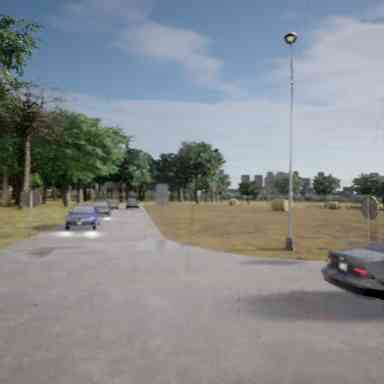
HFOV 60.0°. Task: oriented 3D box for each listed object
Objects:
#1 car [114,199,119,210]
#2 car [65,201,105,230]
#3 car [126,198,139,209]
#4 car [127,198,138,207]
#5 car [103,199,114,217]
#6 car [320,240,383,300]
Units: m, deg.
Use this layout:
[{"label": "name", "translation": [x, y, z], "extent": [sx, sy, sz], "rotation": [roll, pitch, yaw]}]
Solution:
[{"label": "car", "translation": [-11.416, 1.762, 47.300], "extent": [2.128, 1.511, 4.902], "rotation": [1, -1, -9]}, {"label": "car", "translation": [-7.051, 1.583, 21.892], "extent": [1.812, 1.442, 4.674], "rotation": [1, 0, -11]}, {"label": "car", "translation": [-9.092, 1.902, 50.929], "extent": [1.994, 1.385, 4.181], "rotation": [1, -1, -10]}, {"label": "car", "translation": [-11.213, 1.988, 62.753], "extent": [1.837, 1.490, 4.892], "rotation": [1, -1, -10]}, {"label": "car", "translation": [-8.981, 1.667, 32.876], "extent": [1.812, 1.442, 4.674], "rotation": [1, 0, -11]}, {"label": "car", "translation": [5.632, 1.623, 7.095], "extent": [5.357, 1.411, 2.033], "rotation": [1, -2, -4]}]
